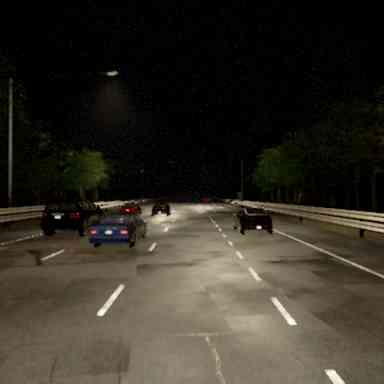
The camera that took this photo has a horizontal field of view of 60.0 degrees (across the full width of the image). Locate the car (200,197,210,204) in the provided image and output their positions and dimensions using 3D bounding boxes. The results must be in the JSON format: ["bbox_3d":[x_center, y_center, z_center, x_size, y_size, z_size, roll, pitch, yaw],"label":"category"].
[{"bbox_3d":[3.778,2.438,88.304,1.882,1.535,5.008,0,-1,0],"label":"car"}]

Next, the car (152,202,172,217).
[{"bbox_3d":[-3.288,1.862,36.366,1.837,1.490,4.892,0,-1,0],"label":"car"}]

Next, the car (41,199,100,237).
[{"bbox_3d":[-6.840,1.412,19.642,2.150,2.045,5.566,0,-1,0],"label":"car"}]

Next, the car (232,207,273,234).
[{"bbox_3d":[3.663,1.704,20.569,1.837,1.490,4.892,0,-1,0],"label":"car"}]

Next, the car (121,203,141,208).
[{"bbox_3d":[-6.785,1.928,36.997,1.994,1.385,4.181,0,-1,0],"label":"car"}]

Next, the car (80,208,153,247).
[{"bbox_3d":[-3.352,1.702,15.947,2.033,1.411,5.357,0,-1,0],"label":"car"}]
